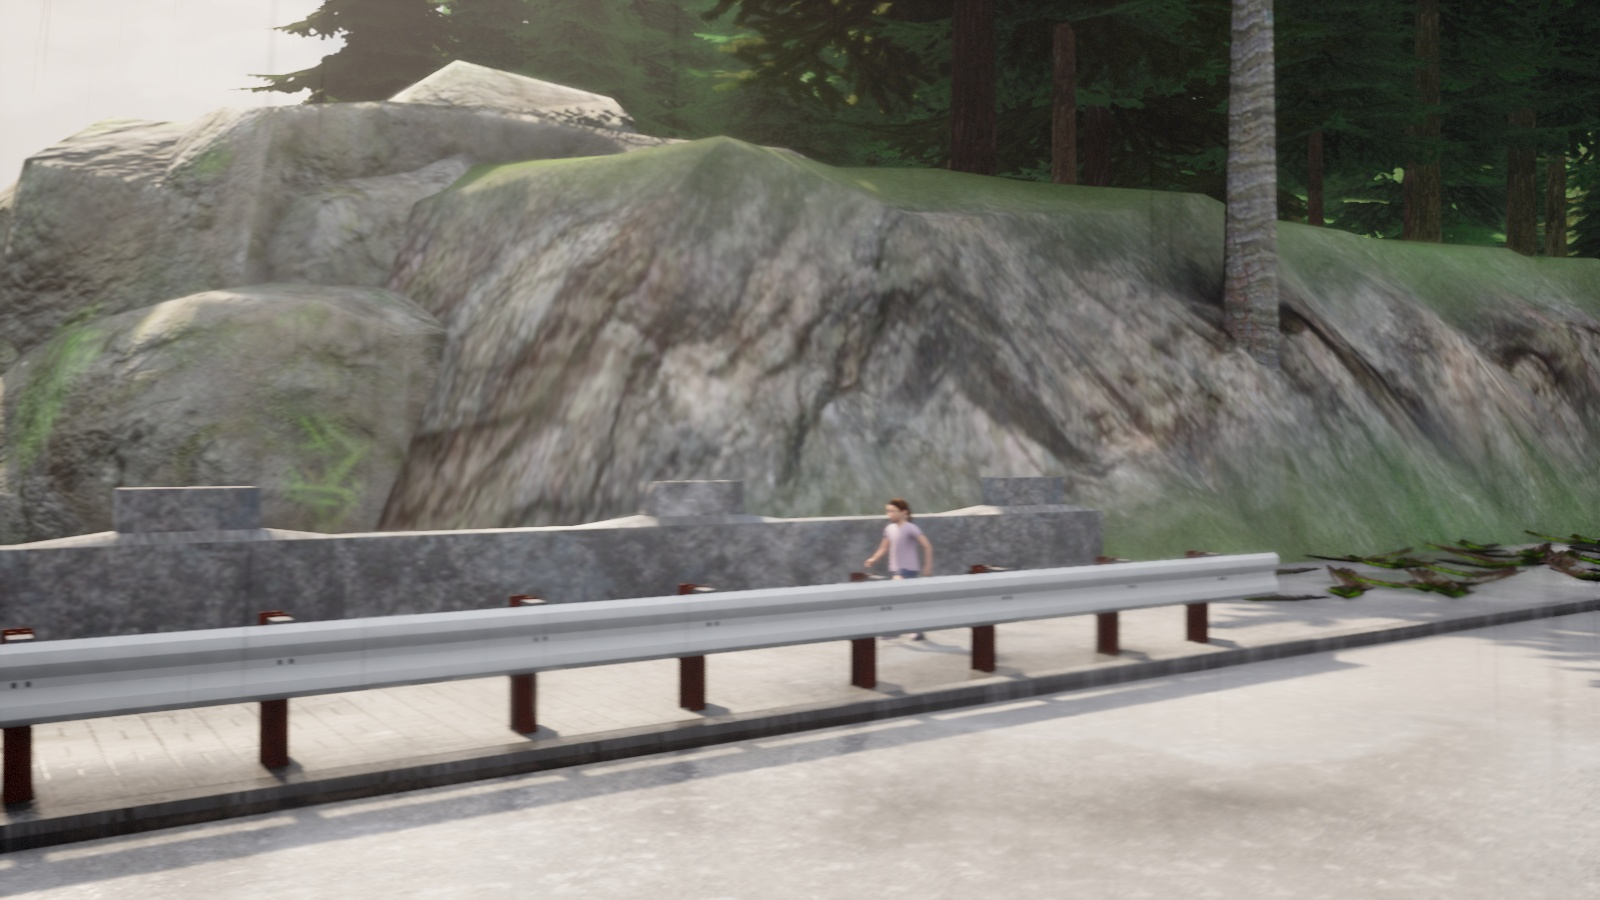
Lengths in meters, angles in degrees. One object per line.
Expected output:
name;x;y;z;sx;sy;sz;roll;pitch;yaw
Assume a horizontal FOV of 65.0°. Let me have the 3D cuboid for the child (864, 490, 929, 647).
child;0.705;0.856;9.196;0.394;1.110;0.255;0;0;-29
